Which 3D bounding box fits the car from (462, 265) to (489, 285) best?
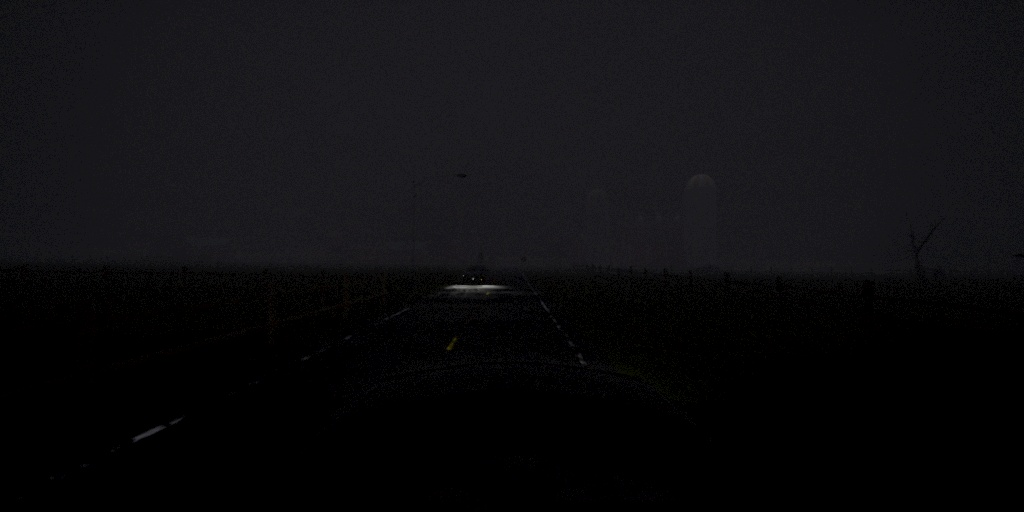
[{"bbox_3d":[-2.863,1.466,28.889,1.837,1.490,4.892,0,0,0],"label":"car"}]
